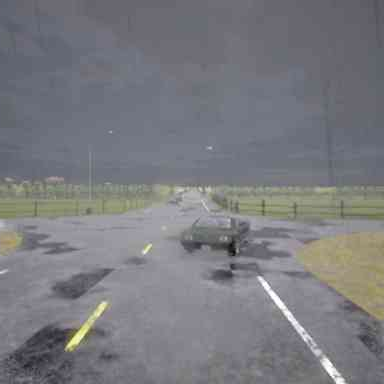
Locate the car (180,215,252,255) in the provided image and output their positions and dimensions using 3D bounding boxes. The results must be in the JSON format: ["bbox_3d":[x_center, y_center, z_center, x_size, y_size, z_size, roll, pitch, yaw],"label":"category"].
[{"bbox_3d":[1.161,1.565,13.200,1.895,1.301,4.718,0,0,18],"label":"car"}]

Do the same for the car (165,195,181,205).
[{"bbox_3d":[-3.275,1.379,54.512,1.994,1.385,4.181,0,0,1],"label":"car"}]
